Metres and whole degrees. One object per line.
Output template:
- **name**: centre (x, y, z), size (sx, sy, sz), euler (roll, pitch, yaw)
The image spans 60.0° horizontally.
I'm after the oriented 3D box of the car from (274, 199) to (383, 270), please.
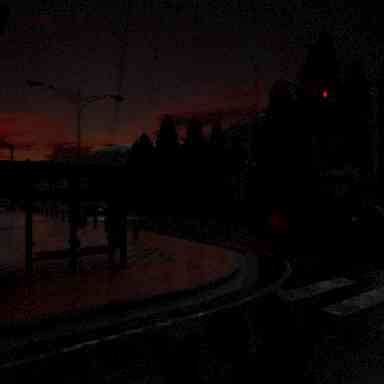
- **car**: centre (5.376, 1.292, 11.369), size (2.150, 2.045, 5.566), euler (0, 0, -35)
